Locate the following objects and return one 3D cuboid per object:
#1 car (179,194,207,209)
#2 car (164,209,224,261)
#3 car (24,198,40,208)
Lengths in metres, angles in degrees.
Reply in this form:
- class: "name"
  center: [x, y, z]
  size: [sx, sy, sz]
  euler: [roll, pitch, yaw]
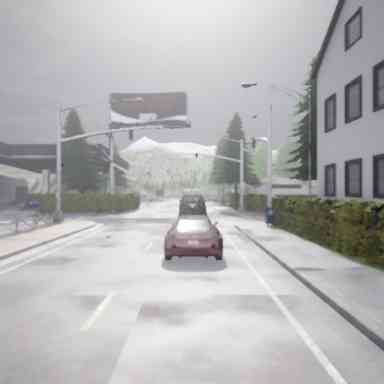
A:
- class: "car"
  center: [0.065, 1.228, 27.729]
  size: [2.150, 2.045, 5.566]
  euler: [0, -1, 0]
- class: "car"
  center: [0.062, 1.539, 12.273]
  size: [1.994, 1.385, 4.181]
  euler: [0, 0, 0]
- class: "car"
  center: [-22.168, 1.581, 49.031]
  size: [4.611, 1.667, 2.242]
  euler: [0, 0, 0]
